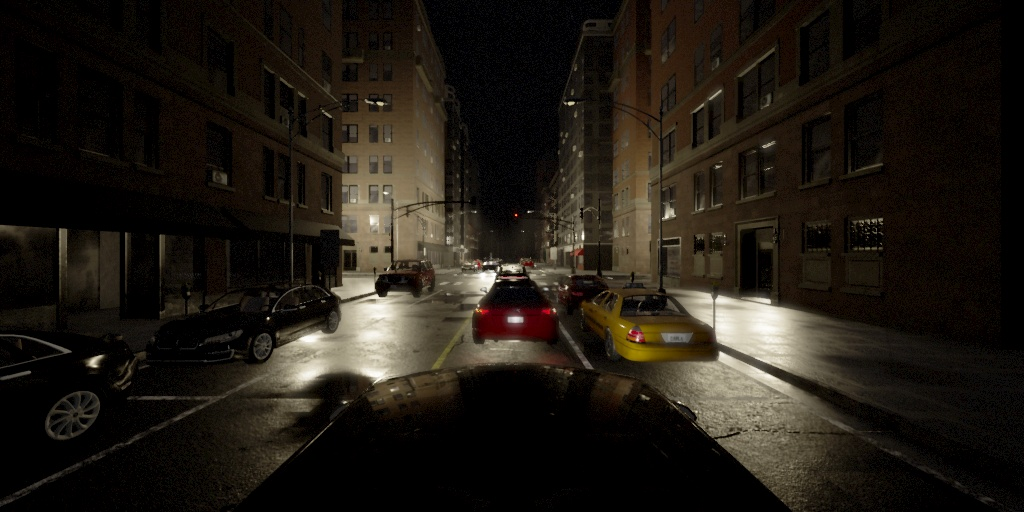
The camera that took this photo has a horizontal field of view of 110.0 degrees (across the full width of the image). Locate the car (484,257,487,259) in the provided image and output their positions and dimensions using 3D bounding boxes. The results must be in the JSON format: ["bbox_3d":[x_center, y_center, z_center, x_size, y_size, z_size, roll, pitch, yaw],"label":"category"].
[{"bbox_3d":[-5.279,1.264,55.941,1.751,1.417,4.829,0,0,0],"label":"car"}]

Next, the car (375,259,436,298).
[{"bbox_3d":[-5.355,1.062,18.739,2.192,1.841,5.009,0,0,0],"label":"car"}]

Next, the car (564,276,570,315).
[{"bbox_3d":[2.659,1.330,13.301,1.802,1.307,4.207,0,0,0],"label":"car"}]

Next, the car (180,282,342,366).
[{"bbox_3d":[-5.377,1.300,7.914,2.007,1.370,4.403,0,0,0],"label":"car"}]

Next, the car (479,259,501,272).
[{"bbox_3d":[-2.762,1.344,45.347,1.895,1.301,4.718,0,0,0],"label":"car"}]

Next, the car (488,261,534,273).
[{"bbox_3d":[0.035,1.239,19.440,2.128,1.511,4.902,0,0,0],"label":"car"}]

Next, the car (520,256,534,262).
[{"bbox_3d":[2.757,1.176,61.541,1.967,1.591,4.097,0,0,0],"label":"car"}]

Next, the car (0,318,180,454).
[{"bbox_3d":[-5.388,1.300,2.501,2.007,1.370,4.403,0,0,0],"label":"car"}]

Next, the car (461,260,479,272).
[{"bbox_3d":[-5.301,1.293,45.203,2.007,1.370,4.403,0,0,0],"label":"car"}]

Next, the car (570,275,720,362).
[{"bbox_3d":[2.648,1.275,8.059,1.751,1.417,4.829,0,0,0],"label":"car"}]

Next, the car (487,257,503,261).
[{"bbox_3d":[-2.720,1.229,58.604,2.128,1.511,4.902,0,0,0],"label":"car"}]

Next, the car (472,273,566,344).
[{"bbox_3d":[0.082,1.313,9.571,1.994,1.385,4.181,0,0,0],"label":"car"}]
